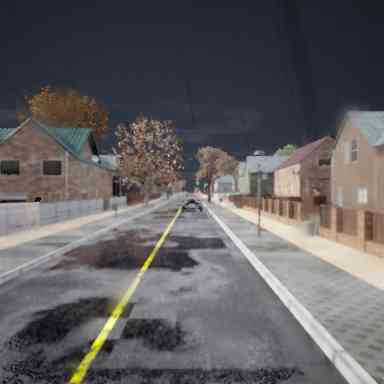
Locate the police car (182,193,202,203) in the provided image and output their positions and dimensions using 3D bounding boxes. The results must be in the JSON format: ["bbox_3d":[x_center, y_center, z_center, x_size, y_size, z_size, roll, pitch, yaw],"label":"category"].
[{"bbox_3d":[-0.001,0.992,30.548,2.038,1.542,4.974,0,0,0],"label":"police car"}]

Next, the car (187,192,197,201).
[{"bbox_3d":[-0.001,0.850,61.861,1.882,1.535,5.008,0,0,0],"label":"car"}]
